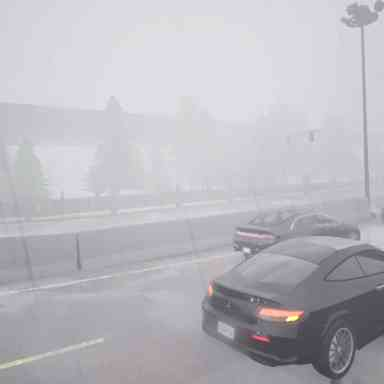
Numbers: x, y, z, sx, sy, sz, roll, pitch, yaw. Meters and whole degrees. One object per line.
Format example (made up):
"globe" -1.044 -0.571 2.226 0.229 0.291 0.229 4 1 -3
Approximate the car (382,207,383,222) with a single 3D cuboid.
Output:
"car" 10.946 0.820 15.954 4.892 1.490 1.837 -4 2 -36

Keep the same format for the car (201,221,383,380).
"car" 2.282 1.463 5.397 4.674 1.442 1.812 -2 1 -36

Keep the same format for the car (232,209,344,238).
"car" 3.458 1.303 10.559 4.902 1.511 2.128 -2 1 -36
